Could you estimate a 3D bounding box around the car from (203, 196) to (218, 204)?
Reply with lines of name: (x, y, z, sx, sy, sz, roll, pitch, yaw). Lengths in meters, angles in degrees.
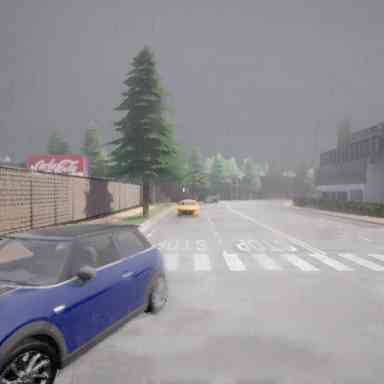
car: (3.547, 1.503, 63.692, 2.128, 1.511, 4.902, 0, 0, 21)

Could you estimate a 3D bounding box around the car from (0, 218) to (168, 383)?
car: (-2.118, 1.353, 5.011, 2.097, 1.767, 4.553, 0, 0, 20)

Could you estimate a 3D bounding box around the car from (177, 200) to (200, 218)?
car: (-0.298, 1.483, 30.542, 1.882, 1.535, 5.008, 0, 0, 1)
